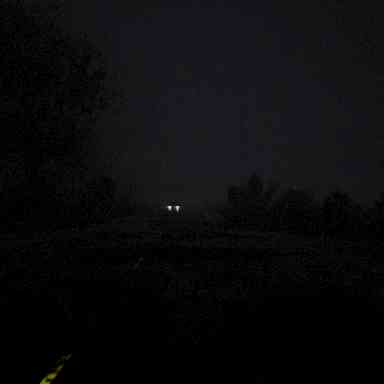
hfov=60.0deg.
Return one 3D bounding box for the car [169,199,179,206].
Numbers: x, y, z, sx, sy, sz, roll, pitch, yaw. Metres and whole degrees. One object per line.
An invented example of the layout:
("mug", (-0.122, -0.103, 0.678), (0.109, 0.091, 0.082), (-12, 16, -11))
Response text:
("car", (-3.528, 2.079, 66.304), (1.812, 1.442, 4.674), (0, 0, 0))
